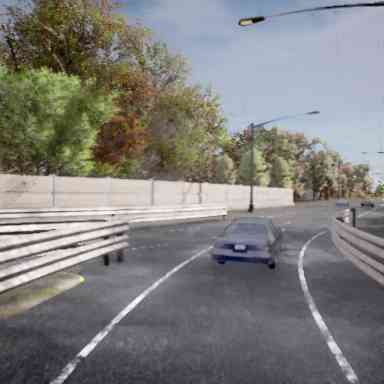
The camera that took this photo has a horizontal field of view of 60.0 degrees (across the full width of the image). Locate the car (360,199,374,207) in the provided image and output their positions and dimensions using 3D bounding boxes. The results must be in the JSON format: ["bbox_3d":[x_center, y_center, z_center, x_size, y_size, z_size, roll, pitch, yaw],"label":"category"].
[{"bbox_3d":[31.855,2.017,60.389,1.994,1.385,4.181,1,0,33],"label":"car"}]

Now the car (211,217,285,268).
[{"bbox_3d":[2.135,1.586,11.571,2.033,1.411,5.357,1,0,19],"label":"car"}]

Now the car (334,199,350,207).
[{"bbox_3d":[26.360,1.917,58.330,1.812,1.442,4.674,1,0,33],"label":"car"}]
